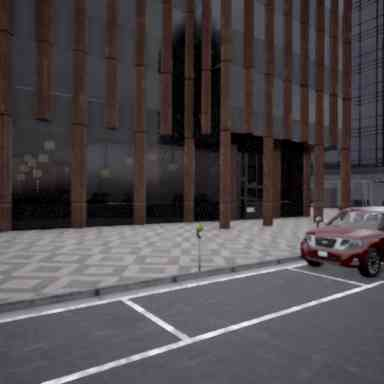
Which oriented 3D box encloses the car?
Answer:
[{"bbox_3d":[5.681,1.420,10.704,5.009,1.841,2.192,1,0,-36],"label":"car"}]
